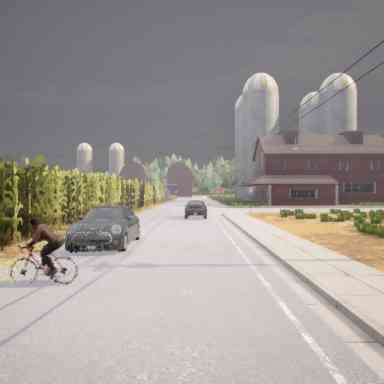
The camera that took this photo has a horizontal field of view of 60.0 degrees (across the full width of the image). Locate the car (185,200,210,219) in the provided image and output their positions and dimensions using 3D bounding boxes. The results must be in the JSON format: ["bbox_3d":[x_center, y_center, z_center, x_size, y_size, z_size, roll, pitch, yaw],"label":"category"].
[{"bbox_3d":[0.422,1.503,29.319,1.837,1.490,4.892,0,0,4],"label":"car"}]

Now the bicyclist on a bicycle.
[{"bbox_3d":[-3.593,1.455,8.027,1.656,1.620,0.582,-2,0,0],"label":"bicyclist on a bicycle"}]

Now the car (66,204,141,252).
[{"bbox_3d":[-3.484,1.352,13.818,2.097,1.767,4.553,0,0,1],"label":"car"}]
